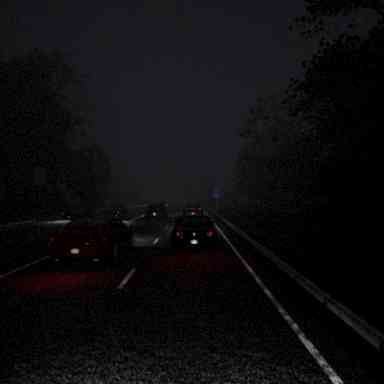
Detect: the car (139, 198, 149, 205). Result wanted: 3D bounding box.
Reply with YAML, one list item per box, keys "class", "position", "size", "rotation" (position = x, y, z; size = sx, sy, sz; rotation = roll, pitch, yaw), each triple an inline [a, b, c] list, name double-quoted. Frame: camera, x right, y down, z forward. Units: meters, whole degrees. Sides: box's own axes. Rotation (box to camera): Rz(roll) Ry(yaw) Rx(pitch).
- class: "car"
  position: [-10.498, 2.026, 73.474]
  size: [1.882, 1.535, 5.008]
  rotation: [0, 0, 0]

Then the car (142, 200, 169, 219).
- class: "car"
  position: [-3.401, 1.784, 32.567]
  size: [1.837, 1.490, 4.892]
  rotation: [0, -1, 0]

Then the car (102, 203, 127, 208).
- class: "car"
  position: [-7.097, 1.771, 30.749]
  size: [1.837, 1.490, 4.892]
  rotation: [0, -1, 0]

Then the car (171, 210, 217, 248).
- class: "car"
  position: [0.097, 1.737, 15.600]
  size: [1.895, 1.301, 4.718]
  rotation: [0, 0, 0]

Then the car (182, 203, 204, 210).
- class: "car"
  position: [0.098, 1.770, 32.515]
  size: [2.128, 1.511, 4.902]
  rotation: [0, 0, 0]

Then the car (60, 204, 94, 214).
- class: "car"
  position: [-10.599, 1.817, 31.374]
  size: [2.033, 1.411, 5.357]
  rotation: [0, -1, 0]

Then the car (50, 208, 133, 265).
- class: "car"
  position: [-3.407, 1.585, 12.180]
  size: [1.882, 1.535, 5.008]
  rotation: [0, 0, 0]
